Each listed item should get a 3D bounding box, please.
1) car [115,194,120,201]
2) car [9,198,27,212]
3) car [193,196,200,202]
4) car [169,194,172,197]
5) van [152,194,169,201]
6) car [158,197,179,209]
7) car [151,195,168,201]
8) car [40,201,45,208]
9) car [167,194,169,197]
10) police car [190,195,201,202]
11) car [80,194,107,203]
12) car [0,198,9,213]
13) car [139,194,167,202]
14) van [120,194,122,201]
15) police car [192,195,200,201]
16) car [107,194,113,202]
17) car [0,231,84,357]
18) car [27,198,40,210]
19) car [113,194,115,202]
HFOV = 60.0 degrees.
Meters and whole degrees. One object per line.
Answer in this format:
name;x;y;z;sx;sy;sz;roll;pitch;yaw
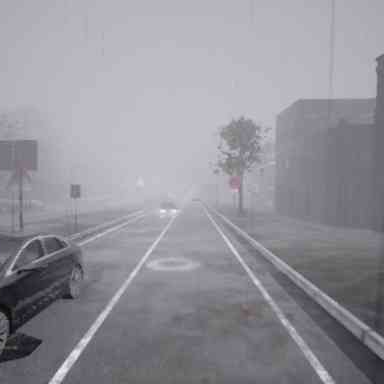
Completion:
car;-21.782;1.585;86.261;4.553;1.767;2.185;0;-1;0
car;-21.906;1.526;37.429;4.892;1.521;2.231;0;0;0
car;1.088;1.766;87.639;1.837;1.490;4.892;0;-1;0
car;-8.762;1.461;86.286;5.566;2.045;2.435;0;-1;0
van;-8.612;1.549;91.891;4.442;1.987;1.878;0;-1;0
car;-3.277;1.693;46.856;1.895;1.301;4.718;0;0;0
car;-8.699;1.616;89.086;4.553;1.767;2.185;0;-1;0
car;-21.895;1.579;43.851;4.674;1.452;2.002;0;0;0
car;-8.775;1.387;77.876;5.566;2.045;2.435;0;0;0
police car;1.074;1.587;77.731;1.930;1.638;5.238;0;0;0
car;-21.832;1.605;72.336;5.008;1.535;2.097;0;0;0
car;-21.915;1.558;34.153;4.674;1.452;2.002;0;0;0
car;-8.746;1.621;75.074;4.892;1.521;2.231;0;0;0
van;-21.926;1.514;89.042;4.442;1.987;1.878;0;-1;0
police car;1.096;1.757;93.758;1.930;1.638;5.238;0;-1;0
car;-21.831;1.637;77.905;5.008;1.535;2.097;0;0;0
car;-3.346;1.462;5.635;2.128;1.511;4.902;0;-2;0
car;-21.910;1.532;40.702;5.008;1.535;2.097;0;0;0
car;-21.824;1.699;80.691;4.674;1.452;2.002;0;0;0
